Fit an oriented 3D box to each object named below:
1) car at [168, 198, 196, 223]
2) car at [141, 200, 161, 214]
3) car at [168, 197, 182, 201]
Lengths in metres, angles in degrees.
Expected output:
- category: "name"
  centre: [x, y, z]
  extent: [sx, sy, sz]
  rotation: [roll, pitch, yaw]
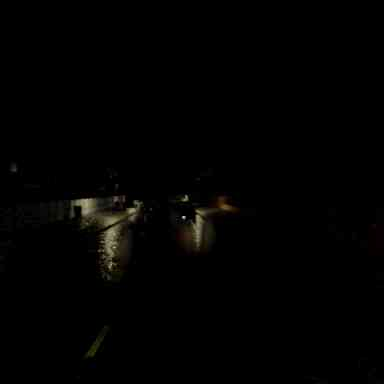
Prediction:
- category: "car"
  centre: [-0.721, 1.522, 26.030]
  extent: [1.837, 1.490, 4.892]
  rotation: [0, 0, -3]
- category: "car"
  centre: [-4.293, 1.594, 35.455]
  extent: [1.994, 1.385, 4.181]
  rotation: [0, 0, -4]
- category: "car"
  centre: [-1.966, 1.389, 42.560]
  extent: [2.097, 1.767, 4.553]
  rotation: [0, 0, -5]
